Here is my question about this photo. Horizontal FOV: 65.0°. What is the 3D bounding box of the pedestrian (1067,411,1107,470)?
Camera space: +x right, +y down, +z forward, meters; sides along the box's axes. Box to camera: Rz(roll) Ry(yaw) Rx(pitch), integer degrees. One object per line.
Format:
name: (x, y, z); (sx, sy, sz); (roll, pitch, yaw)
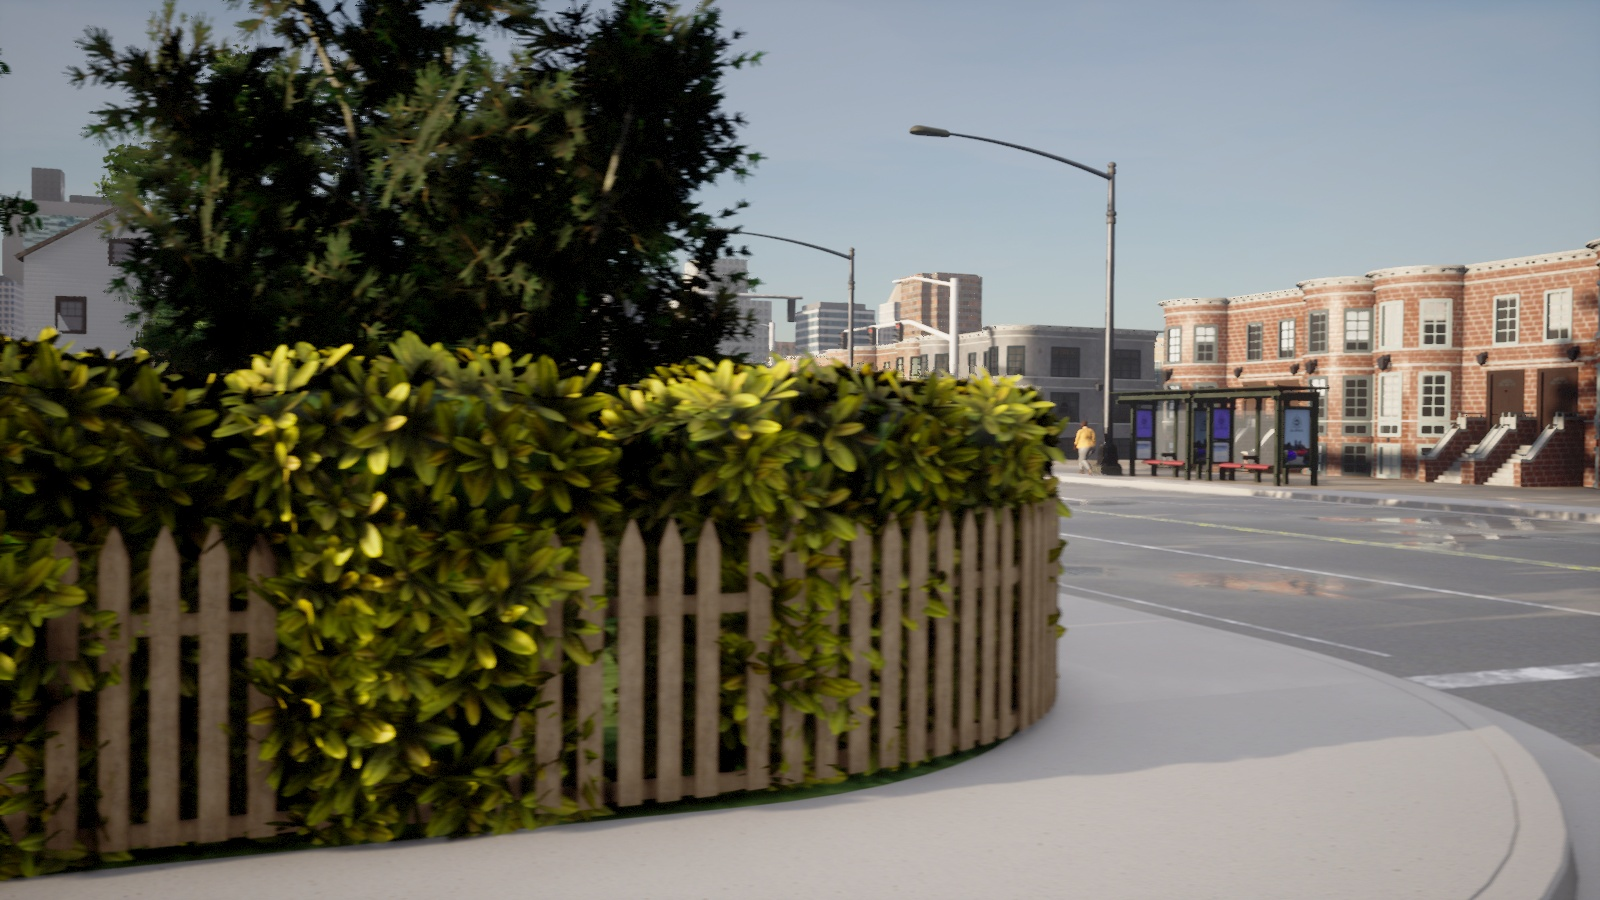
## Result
pedestrian: (9.231, -0.308, 40.435); (0.874, 1.855, 0.900); (-1, 1, -21)
